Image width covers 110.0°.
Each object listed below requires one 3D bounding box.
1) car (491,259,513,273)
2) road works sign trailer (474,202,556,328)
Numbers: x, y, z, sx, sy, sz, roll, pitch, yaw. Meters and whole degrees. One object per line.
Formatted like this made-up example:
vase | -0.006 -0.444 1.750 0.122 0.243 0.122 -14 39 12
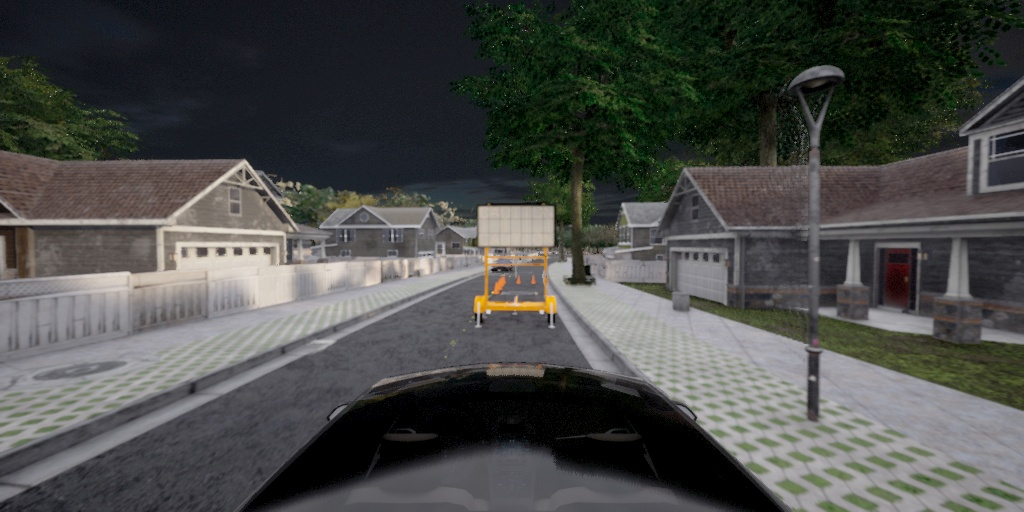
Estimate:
car | -1.000 1.039 38.298 2.033 1.411 5.357 0 0 6
road works sign trailer | 0.127 0.150 11.151 2.380 3.560 2.880 0 0 2
